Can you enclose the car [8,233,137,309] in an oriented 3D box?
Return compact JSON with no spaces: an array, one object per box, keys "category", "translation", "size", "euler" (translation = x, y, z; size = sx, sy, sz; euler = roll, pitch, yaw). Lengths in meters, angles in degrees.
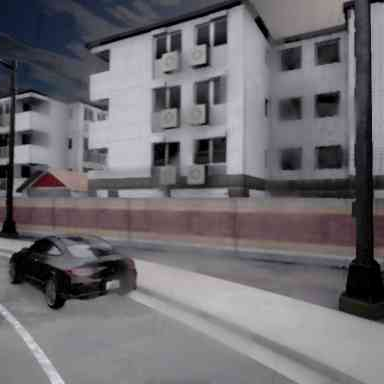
[{"category":"car","translation":[-3.205,1.799,8.578],"size":[1.812,1.442,4.674],"euler":[3,-3,-43]}]
